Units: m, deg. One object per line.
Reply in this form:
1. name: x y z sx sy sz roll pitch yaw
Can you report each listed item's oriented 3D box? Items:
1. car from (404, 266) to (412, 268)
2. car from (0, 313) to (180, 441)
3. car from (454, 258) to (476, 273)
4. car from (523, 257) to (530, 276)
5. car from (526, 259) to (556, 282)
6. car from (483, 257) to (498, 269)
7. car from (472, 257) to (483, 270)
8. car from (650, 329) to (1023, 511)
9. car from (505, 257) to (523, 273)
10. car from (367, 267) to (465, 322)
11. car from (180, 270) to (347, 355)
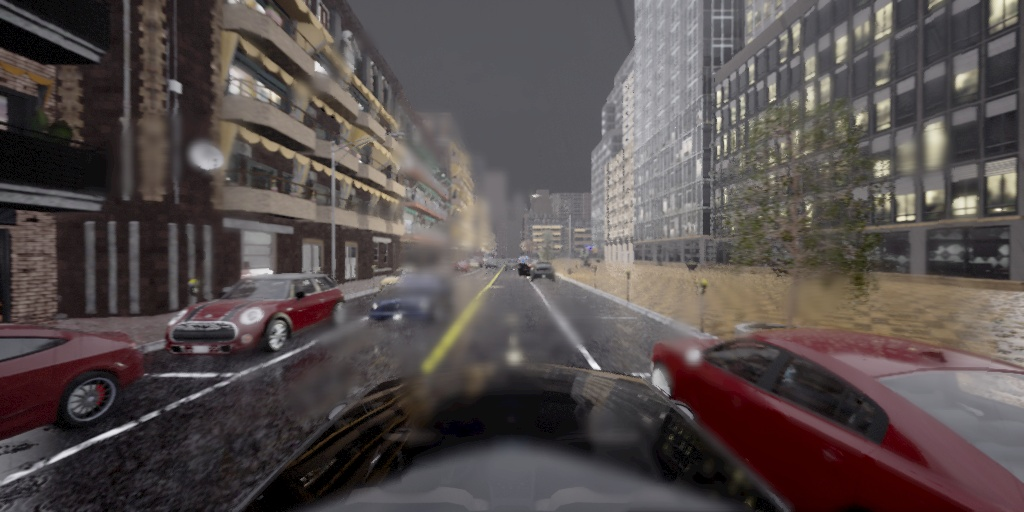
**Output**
1. car: -5.694 1.245 19.437 1.751 1.417 4.829 0 0 0
2. car: -5.693 1.329 3.028 1.802 1.307 4.207 0 0 0
3. car: -5.696 1.241 41.713 1.888 1.381 4.507 0 0 0
4. car: 2.684 1.136 41.713 1.967 1.591 4.097 0 0 0
5. car: 2.350 1.214 28.130 1.837 1.490 4.892 0 0 0
6. car: -3.066 1.192 54.590 1.837 1.490 4.892 0 0 0
7. car: -5.698 1.213 52.597 1.751 1.417 4.829 0 0 0
8. car: 2.688 1.293 3.028 1.888 1.381 4.507 0 0 0
9. car: 0.015 1.182 49.885 2.128 1.511 4.902 0 0 0
10. car: -3.103 1.278 12.430 2.033 1.411 5.357 0 0 0
11. car: -5.693 1.177 8.554 1.967 1.591 4.097 0 0 0
